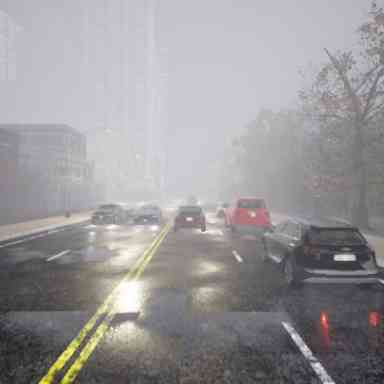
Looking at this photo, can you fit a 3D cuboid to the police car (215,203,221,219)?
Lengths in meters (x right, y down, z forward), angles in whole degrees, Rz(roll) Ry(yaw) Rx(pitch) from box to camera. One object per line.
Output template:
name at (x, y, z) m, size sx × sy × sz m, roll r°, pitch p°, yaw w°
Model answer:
police car at (3.261, 1.665, 31.336) m, size 2.038 × 1.542 × 4.974 m, roll 0°, pitch 0°, yaw 0°

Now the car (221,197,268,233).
car at (3.257, 1.325, 20.367) m, size 2.150 × 2.045 × 5.566 m, roll 0°, pitch 0°, yaw 0°

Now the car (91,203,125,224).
car at (-6.588, 1.641, 26.528) m, size 1.837 × 1.490 × 4.892 m, roll 0°, pitch 0°, yaw 0°

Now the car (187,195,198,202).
car at (0.085, 1.798, 64.624) m, size 1.837 × 1.490 × 4.892 m, roll 0°, pitch -2°, yaw 0°

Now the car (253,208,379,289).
car at (3.253, 1.479, 9.336) m, size 2.033 × 1.649 × 4.856 m, roll 0°, pitch 0°, yaw 0°

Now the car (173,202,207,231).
car at (-0.118, 1.614, 21.536) m, size 2.163 × 1.488 × 4.792 m, roll 0°, pitch 0°, yaw 1°

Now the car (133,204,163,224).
car at (-3.339, 1.683, 26.413) m, size 2.033 × 1.411 × 5.357 m, roll 0°, pitch 0°, yaw 0°
